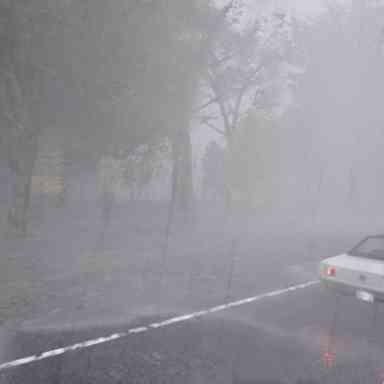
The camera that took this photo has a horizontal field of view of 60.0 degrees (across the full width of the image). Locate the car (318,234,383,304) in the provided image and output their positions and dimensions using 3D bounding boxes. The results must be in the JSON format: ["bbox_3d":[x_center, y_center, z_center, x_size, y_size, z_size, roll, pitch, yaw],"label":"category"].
[{"bbox_3d":[4.916,1.568,7.253,4.718,1.301,1.895,0,0,-35],"label":"car"}]
